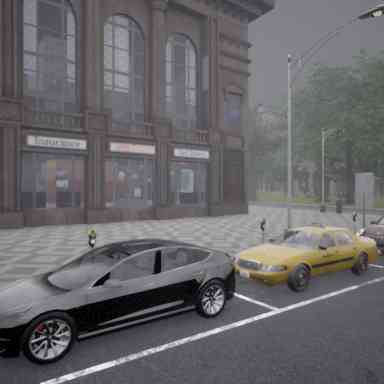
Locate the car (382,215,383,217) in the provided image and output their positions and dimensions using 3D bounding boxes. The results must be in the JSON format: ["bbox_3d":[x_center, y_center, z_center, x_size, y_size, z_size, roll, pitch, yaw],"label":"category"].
[{"bbox_3d":[7.712,1.440,12.163,4.097,1.590,1.967,0,0,-36],"label":"car"}]

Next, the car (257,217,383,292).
[{"bbox_3d":[3.150,1.525,8.903,4.829,1.417,1.752,0,0,-36],"label":"car"}]

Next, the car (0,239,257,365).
[{"bbox_3d":[-1.136,1.566,5.841,4.313,1.339,1.947,0,0,-36],"label":"car"}]
